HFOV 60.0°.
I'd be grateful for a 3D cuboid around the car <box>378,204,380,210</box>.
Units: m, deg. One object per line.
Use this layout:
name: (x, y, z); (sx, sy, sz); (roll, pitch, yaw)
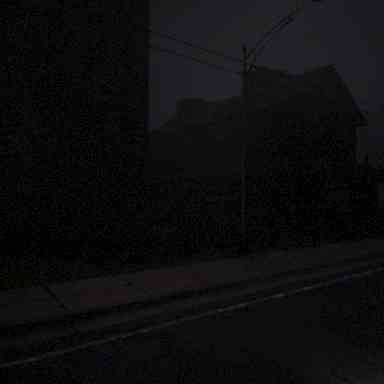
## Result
car: (20.337, 1.841, 40.732); (2.128, 1.511, 4.902); (1, 0, -36)
